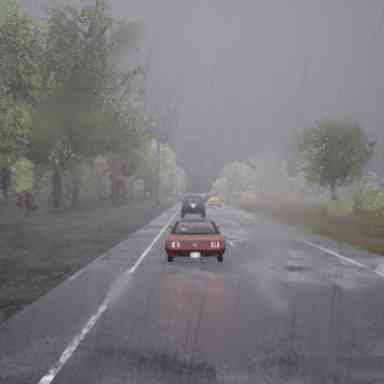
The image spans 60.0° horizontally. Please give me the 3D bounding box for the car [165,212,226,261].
[{"bbox_3d":[0.107,1.638,12.363,1.895,1.301,4.718,0,0,0],"label":"car"}]

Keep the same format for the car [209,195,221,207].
[{"bbox_3d":[3.630,1.645,54.647,1.882,1.535,5.008,0,0,0],"label":"car"}]

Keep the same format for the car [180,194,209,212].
[{"bbox_3d":[0.116,1.316,30.977,2.150,2.045,5.566,0,0,0],"label":"car"}]
